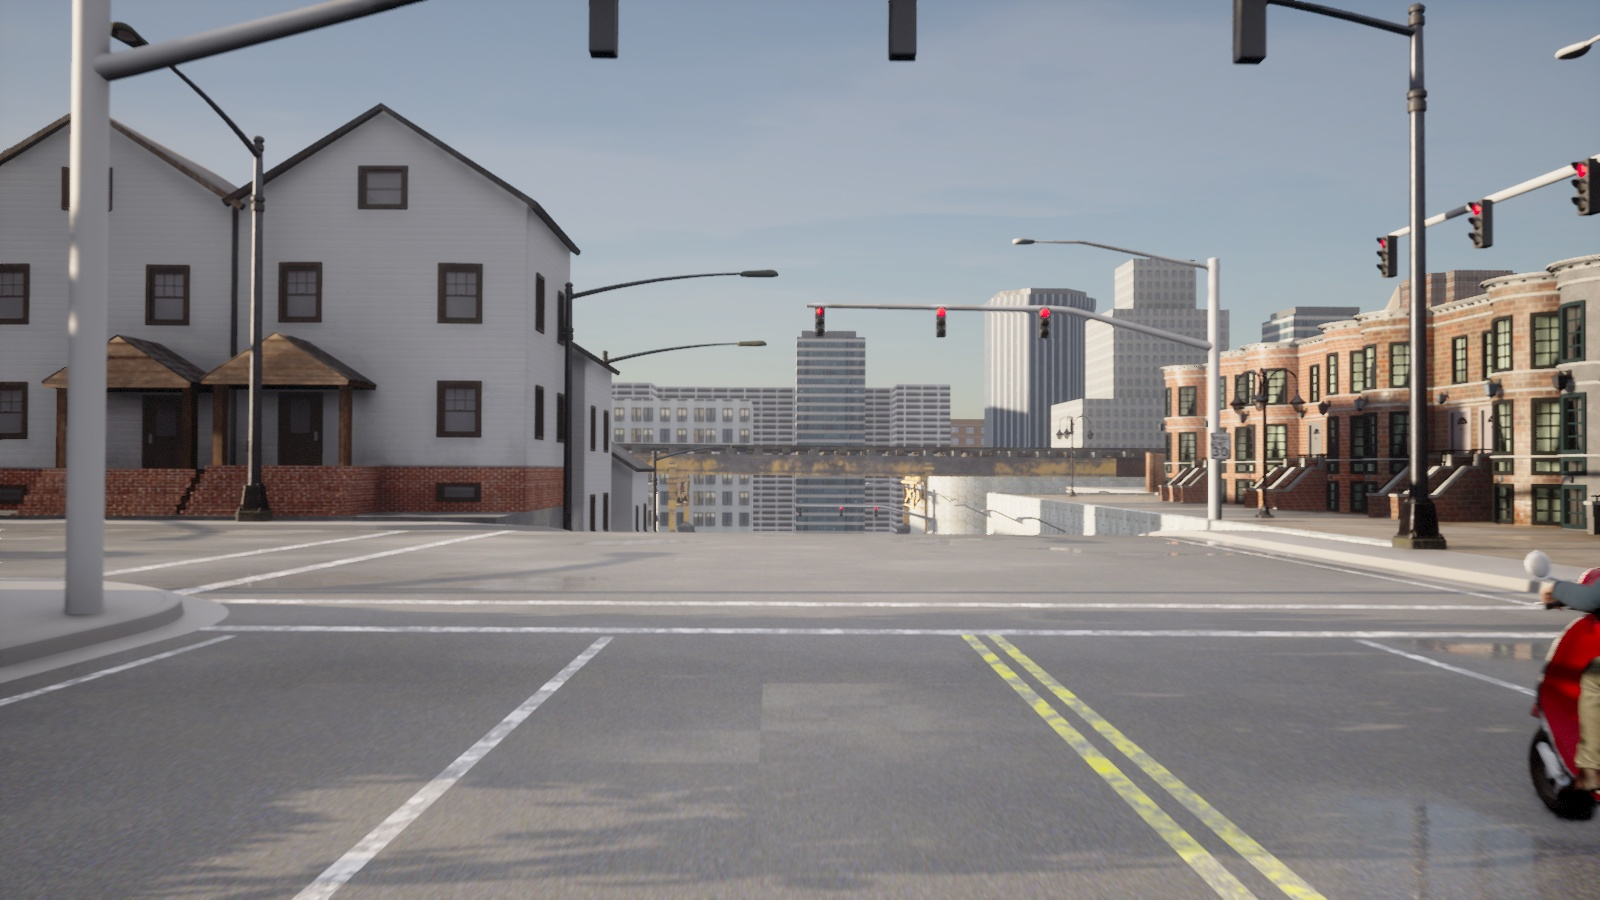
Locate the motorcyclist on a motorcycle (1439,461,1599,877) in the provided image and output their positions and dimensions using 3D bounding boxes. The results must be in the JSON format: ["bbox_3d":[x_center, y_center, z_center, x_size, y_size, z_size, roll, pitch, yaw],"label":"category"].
[{"bbox_3d":[3.487,0.839,5.075,0.866,1.590,1.817,0,-1,0],"label":"motorcyclist on a motorcycle"}]
